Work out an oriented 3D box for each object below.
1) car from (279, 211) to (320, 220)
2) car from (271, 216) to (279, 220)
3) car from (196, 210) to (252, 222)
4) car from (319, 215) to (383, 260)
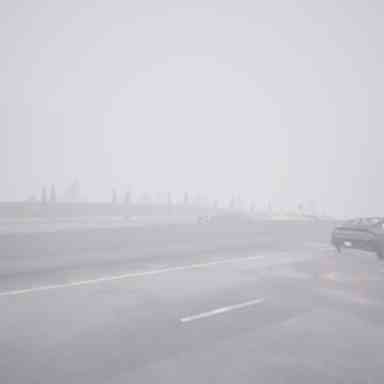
[{"bbox_3d":[8.496,2.246,22.955,4.718,1.301,1.895,5,-3,-35],"label":"car"},{"bbox_3d":[8.505,2.317,27.258,5.008,1.535,1.882,6,-3,-35],"label":"car"},{"bbox_3d":[2.650,2.100,27.383,4.718,1.301,1.895,4,-3,-35],"label":"car"},{"bbox_3d":[7.633,1.781,13.495,4.902,1.511,2.128,3,-2,-35],"label":"car"}]
